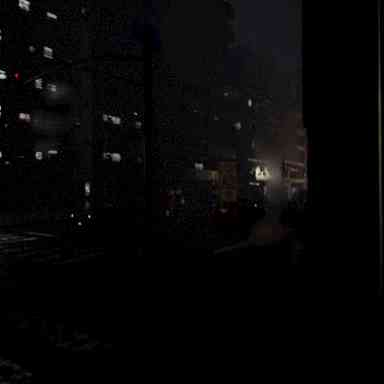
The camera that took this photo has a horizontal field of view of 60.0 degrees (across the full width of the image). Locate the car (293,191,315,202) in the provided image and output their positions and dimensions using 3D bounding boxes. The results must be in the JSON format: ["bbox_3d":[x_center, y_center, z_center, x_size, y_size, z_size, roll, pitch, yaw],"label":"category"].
[{"bbox_3d":[19.231,0.739,56.912,2.192,1.841,5.009,0,0,36],"label":"car"}]

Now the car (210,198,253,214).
[{"bbox_3d":[3.773,1.230,31.147,1.895,1.301,4.718,-1,0,36],"label":"car"}]

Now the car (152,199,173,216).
[{"bbox_3d":[-3.372,1.260,25.840,1.887,1.381,4.507,0,0,36],"label":"car"}]

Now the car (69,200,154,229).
[{"bbox_3d":[-4.692,1.342,19.428,1.895,1.301,4.718,-1,0,35],"label":"car"}]

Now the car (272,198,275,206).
[{"bbox_3d":[9.269,1.116,43.148,1.947,1.339,4.313,0,0,36],"label":"car"}]

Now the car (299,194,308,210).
[{"bbox_3d":[12.736,1.096,33.646,1.947,1.339,4.313,0,0,36],"label":"car"}]

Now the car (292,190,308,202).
[{"bbox_3d":[16.344,0.685,48.351,2.150,2.045,5.566,-1,0,36],"label":"car"}]

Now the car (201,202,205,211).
[{"bbox_3d":[2.625,1.188,33.970,2.008,1.369,4.403,0,0,36],"label":"car"}]

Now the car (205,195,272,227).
[{"bbox_3d":[2.863,1.099,19.817,1.967,1.590,4.097,0,0,36],"label":"car"}]
